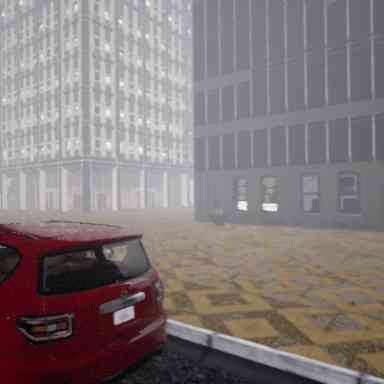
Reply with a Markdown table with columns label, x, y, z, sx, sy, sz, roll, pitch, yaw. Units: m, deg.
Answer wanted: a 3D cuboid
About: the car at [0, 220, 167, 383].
| label | x | y | z | sx | sy | sz | roll | pitch | yaw |
| --- | --- | --- | --- | --- | --- | --- | --- | --- | --- |
| car | -2.632 | 1.344 | 4.762 | 5.009 | 1.841 | 2.192 | 0 | -1 | 36 |
